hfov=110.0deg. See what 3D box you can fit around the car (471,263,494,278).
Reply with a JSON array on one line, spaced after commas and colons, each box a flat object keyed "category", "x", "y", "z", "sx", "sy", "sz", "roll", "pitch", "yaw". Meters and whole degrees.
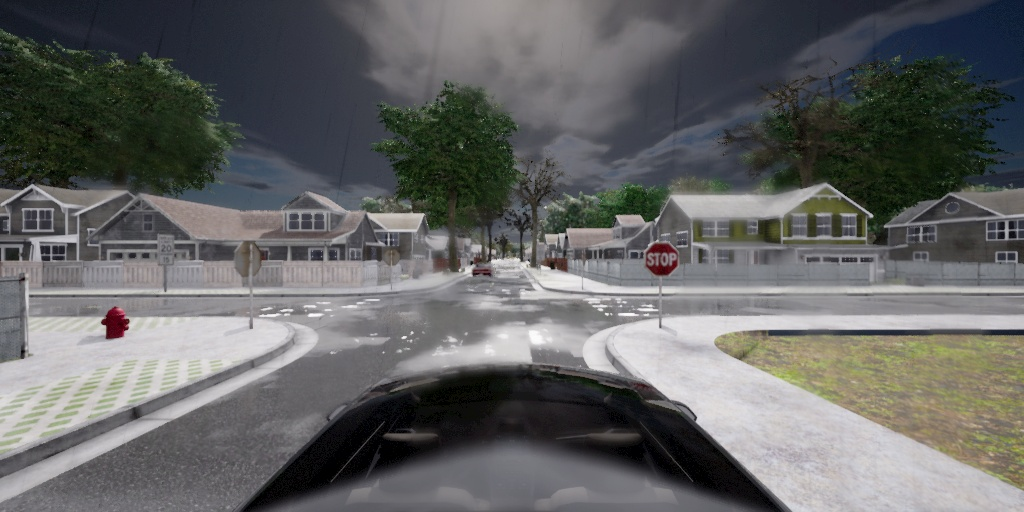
[{"category": "car", "x": -2.744, "y": 1.348, "z": 34.171, "sx": 1.895, "sy": 1.301, "sz": 4.718, "roll": 0, "pitch": 0, "yaw": 0}]
